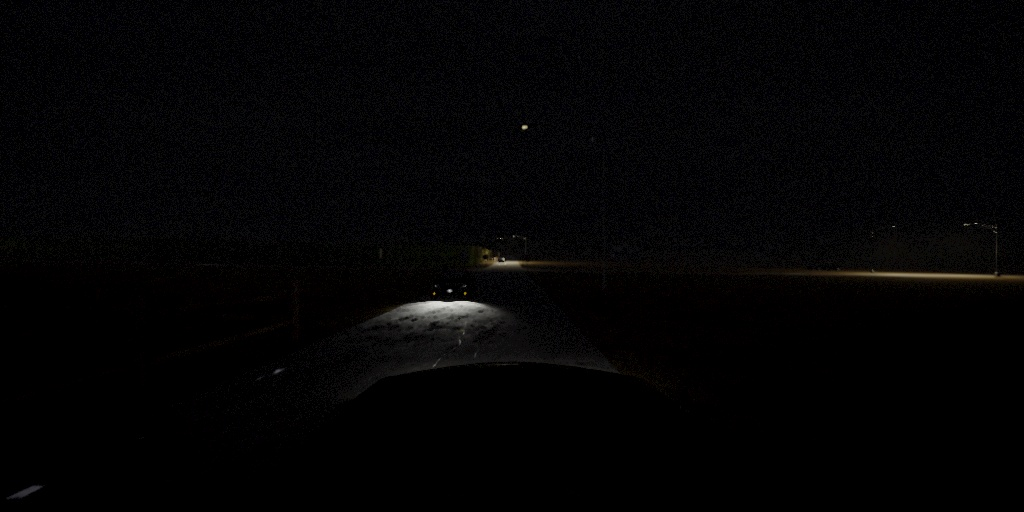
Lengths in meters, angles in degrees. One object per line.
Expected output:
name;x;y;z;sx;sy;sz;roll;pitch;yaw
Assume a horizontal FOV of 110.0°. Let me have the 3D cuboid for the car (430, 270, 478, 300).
car;-2.849;1.407;18.383;1.994;1.385;4.181;0;0;0
